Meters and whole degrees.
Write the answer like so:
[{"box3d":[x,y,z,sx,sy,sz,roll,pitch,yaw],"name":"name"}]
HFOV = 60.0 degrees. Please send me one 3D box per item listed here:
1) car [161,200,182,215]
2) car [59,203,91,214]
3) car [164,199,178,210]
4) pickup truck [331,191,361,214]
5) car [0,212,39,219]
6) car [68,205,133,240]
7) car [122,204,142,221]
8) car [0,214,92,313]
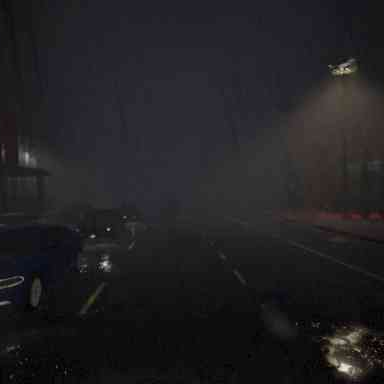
[{"box3d":[-2.129,1.632,34.817,1.812,1.442,4.674,-1,0,-2],"name":"car"},{"box3d":[-8.673,1.652,25.431,1.882,1.535,5.008,-1,0,-3],"name":"car"},{"box3d":[-2.879,1.742,45.738,1.895,1.301,4.718,-1,0,-4],"name":"car"},{"box3d":[14.685,0.928,31.479,2.390,2.098,6.274,-1,0,27],"name":"pickup truck"},{"box3d":[-8.020,1.669,15.251,1.812,1.442,4.674,-1,0,-4],"name":"car"},{"box3d":[-4.687,1.651,17.879,2.033,1.411,5.357,-1,0,-3],"name":"car"},{"box3d":[-5.319,1.698,27.869,1.994,1.385,4.181,-1,0,-4],"name":"car"},{"box3d":[-4.056,1.551,8.031,1.882,1.535,5.008,-1,0,-4],"name":"car"}]
